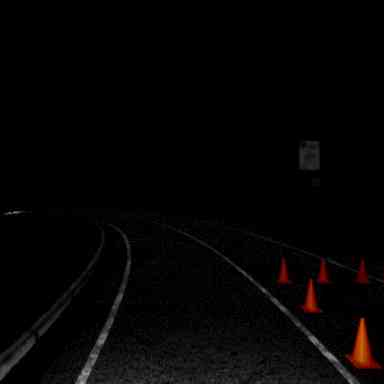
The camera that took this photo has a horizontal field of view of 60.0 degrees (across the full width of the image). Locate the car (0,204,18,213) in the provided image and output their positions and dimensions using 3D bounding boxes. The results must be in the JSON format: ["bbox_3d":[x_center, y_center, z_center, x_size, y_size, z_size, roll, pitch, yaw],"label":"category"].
[{"bbox_3d":[-30.815,2.624,54.697,5.357,1.411,2.033,-3,2,35],"label":"car"}]

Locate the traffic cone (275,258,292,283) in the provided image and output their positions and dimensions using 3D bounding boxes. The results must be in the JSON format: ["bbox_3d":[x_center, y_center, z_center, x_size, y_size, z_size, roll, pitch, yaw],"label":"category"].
[{"bbox_3d":[2.334,1.980,8.473,0.340,0.580,0.340,0,0,1],"label":"traffic cone"}]

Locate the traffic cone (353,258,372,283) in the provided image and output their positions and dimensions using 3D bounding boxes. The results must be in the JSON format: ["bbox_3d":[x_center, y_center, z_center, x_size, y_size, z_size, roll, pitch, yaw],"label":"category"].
[{"bbox_3d":[4.325,1.981,8.444,0.340,0.580,0.340,0,0,1],"label":"traffic cone"}]
